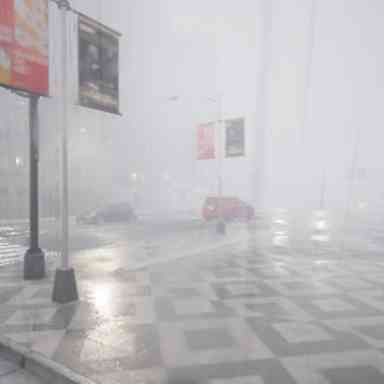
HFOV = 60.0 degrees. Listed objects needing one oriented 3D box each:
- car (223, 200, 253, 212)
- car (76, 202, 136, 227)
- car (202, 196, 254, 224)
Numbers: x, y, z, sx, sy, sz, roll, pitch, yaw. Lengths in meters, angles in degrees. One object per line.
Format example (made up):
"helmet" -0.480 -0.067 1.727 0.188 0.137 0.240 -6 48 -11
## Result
"car" 5.848 1.753 42.076 1.994 1.385 4.181 -1 0 36
"car" -6.379 1.541 24.885 2.097 1.767 4.553 -1 0 35
"car" 2.948 1.357 26.627 2.150 2.045 5.566 -1 0 35
